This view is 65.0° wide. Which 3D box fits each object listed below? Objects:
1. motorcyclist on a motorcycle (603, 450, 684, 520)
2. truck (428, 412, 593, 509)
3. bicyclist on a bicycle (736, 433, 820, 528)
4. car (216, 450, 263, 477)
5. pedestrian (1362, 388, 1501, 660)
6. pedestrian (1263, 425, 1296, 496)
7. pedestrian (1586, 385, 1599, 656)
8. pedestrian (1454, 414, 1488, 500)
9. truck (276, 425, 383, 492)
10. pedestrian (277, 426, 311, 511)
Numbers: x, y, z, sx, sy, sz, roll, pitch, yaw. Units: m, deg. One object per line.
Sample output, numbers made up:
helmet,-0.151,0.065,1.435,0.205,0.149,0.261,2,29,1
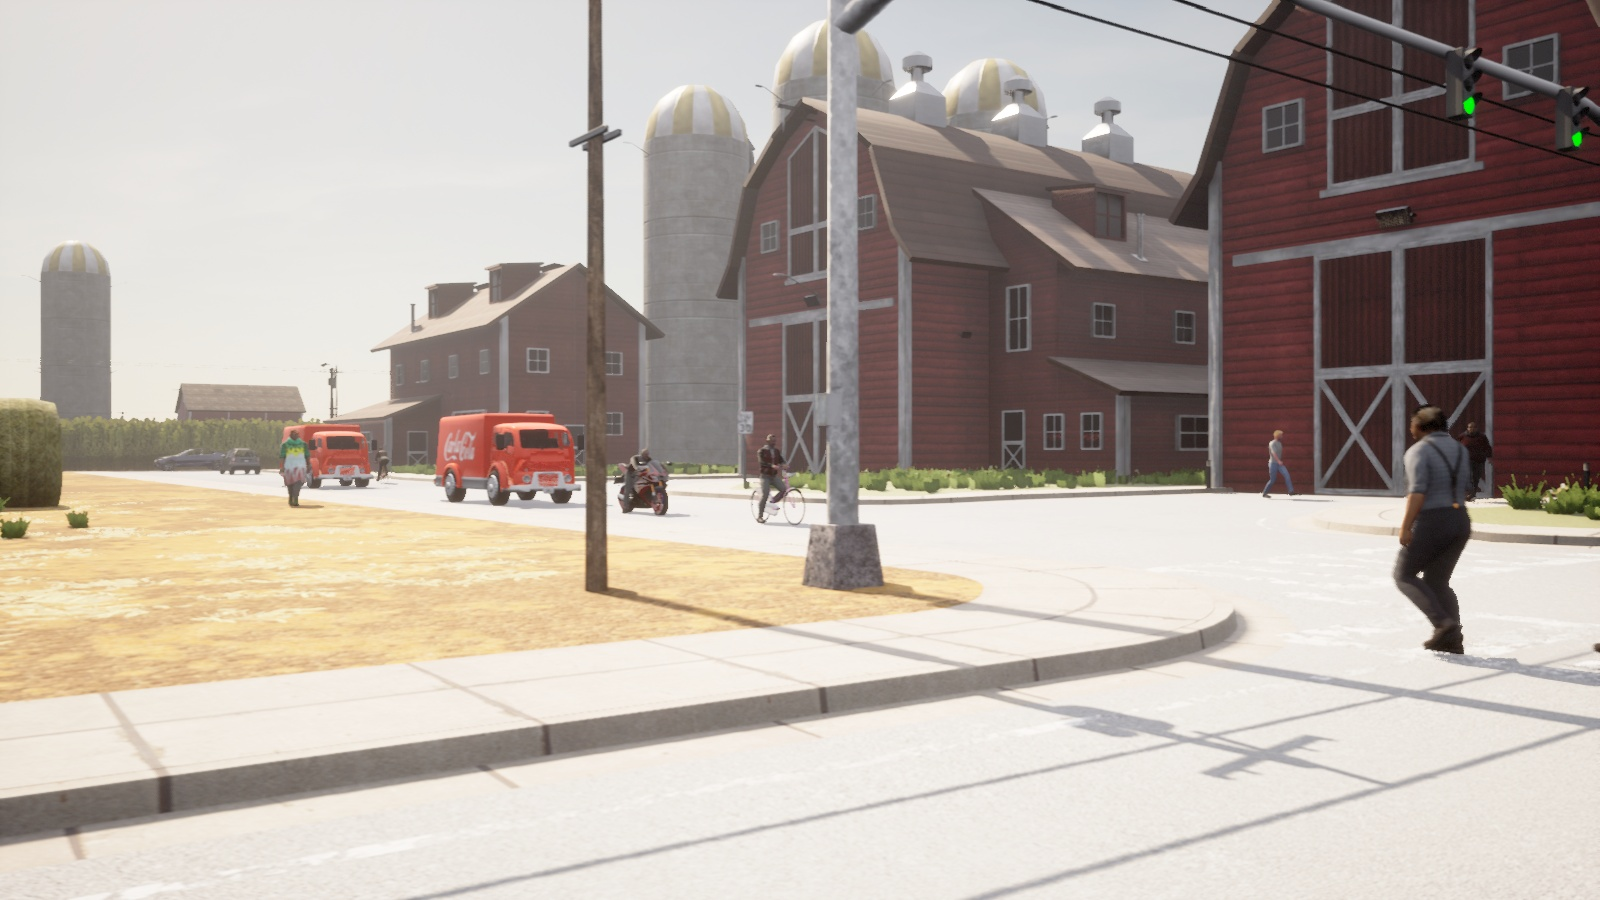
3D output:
motorcyclist on a motorcycle,-3.595,0.762,28.658,0.866,1.530,2.191,0,0,-36
truck,-8.126,0.267,34.914,2.627,2.467,5.204,0,0,-36
bicyclist on a bicycle,-0.445,0.575,24.300,0.659,1.776,1.843,-1,0,-36
car,-34.651,0.798,77.559,1.851,1.617,3.988,0,0,-36
pedestrian,4.494,0.501,8.955,0.540,1.848,0.694,0,0,-20
pedestrian,12.462,0.265,32.656,0.354,1.836,0.706,0,0,-39
pedestrian,5.673,0.478,8.406,0.345,1.836,0.594,0,0,-32
pedestrian,14.625,0.152,27.384,0.634,1.844,0.899,0,0,27
truck,-18.557,0.324,49.337,2.627,2.467,5.204,-1,0,-36
pedestrian,-11.899,0.432,29.509,0.659,1.952,0.873,0,0,-27
